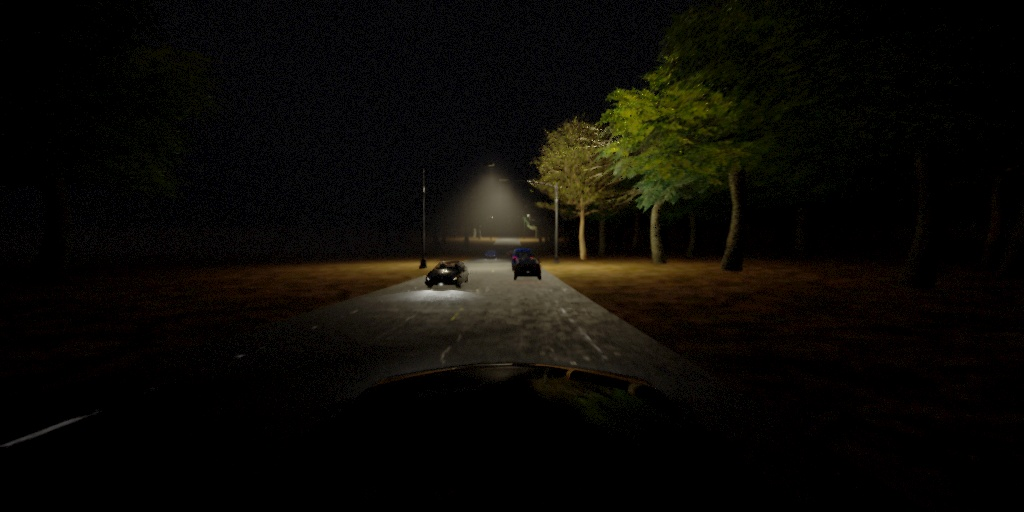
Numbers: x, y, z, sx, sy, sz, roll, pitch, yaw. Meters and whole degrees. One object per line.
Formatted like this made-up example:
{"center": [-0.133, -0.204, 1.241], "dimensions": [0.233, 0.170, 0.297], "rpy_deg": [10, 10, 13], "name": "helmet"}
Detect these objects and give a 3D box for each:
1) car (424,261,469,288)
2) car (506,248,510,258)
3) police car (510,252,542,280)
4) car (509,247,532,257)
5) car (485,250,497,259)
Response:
{"center": [-3.602, 0.999, 20.831], "dimensions": [2.033, 1.411, 5.357], "rpy_deg": [0, 1, 0], "name": "car"}
{"center": [-0.029, -0.398, 65.137], "dimensions": [2.033, 1.411, 5.357], "rpy_deg": [0, 3, 0], "name": "car"}
{"center": [1.038, 0.768, 25.770], "dimensions": [1.930, 1.638, 5.238], "rpy_deg": [0, 1, 0], "name": "police car"}
{"center": [1.034, 0.309, 35.679], "dimensions": [2.150, 2.045, 5.566], "rpy_deg": [0, 2, 0], "name": "car"}
{"center": [-3.546, -0.330, 62.025], "dimensions": [1.882, 1.535, 5.008], "rpy_deg": [0, 3, 0], "name": "car"}
